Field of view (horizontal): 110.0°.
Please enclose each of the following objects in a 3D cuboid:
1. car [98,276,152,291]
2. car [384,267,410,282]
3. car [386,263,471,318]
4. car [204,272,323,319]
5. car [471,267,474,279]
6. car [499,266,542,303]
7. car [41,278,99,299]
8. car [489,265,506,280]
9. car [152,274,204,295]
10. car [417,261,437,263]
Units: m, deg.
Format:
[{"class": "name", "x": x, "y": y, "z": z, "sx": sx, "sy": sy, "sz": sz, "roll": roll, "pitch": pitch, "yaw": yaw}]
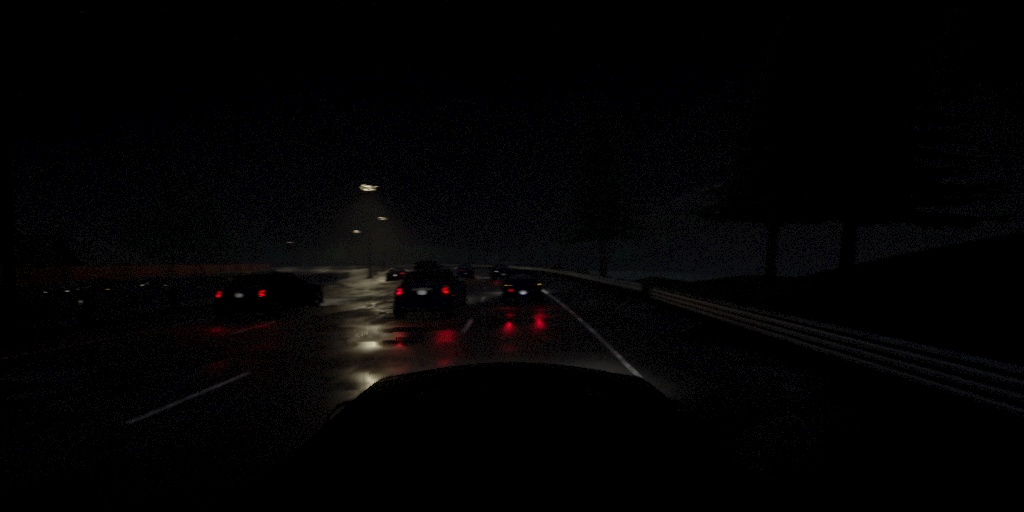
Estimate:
[{"class": "car", "x": -28.701, "y": 2.334, "z": 28.434, "sx": 2.033, "sy": 1.411, "sz": 5.357, "roll": -2, "pitch": 0, "yaw": -6}, {"class": "car", "x": -12.271, "y": 1.962, "z": 38.501, "sx": 1.994, "sy": 1.385, "sz": 4.181, "roll": -1, "pitch": 0, "yaw": -10}, {"class": "car", "x": -3.069, "y": 1.290, "z": 14.301, "sx": 2.097, "sy": 1.767, "sz": 4.553, "roll": -2, "pitch": -1, "yaw": 0}, {"class": "car", "x": -10.107, "y": 1.500, "z": 15.338, "sx": 2.097, "sy": 1.767, "sz": 4.553, "roll": -2, "pitch": -1, "yaw": -1}, {"class": "car", "x": -5.217, "y": 1.679, "z": 39.293, "sx": 1.882, "sy": 1.535, "sz": 5.008, "roll": -1, "pitch": 0, "yaw": -10}, {"class": "car", "x": 0.406, "y": 1.392, "z": 17.678, "sx": 1.812, "sy": 1.442, "sz": 4.674, "roll": -1, "pitch": 0, "yaw": -2}, {"class": "car", "x": -32.121, "y": 2.425, "z": 27.579, "sx": 2.033, "sy": 1.411, "sz": 5.357, "roll": -2, "pitch": 0, "yaw": -6}, {"class": "car", "x": -1.234, "y": 1.590, "z": 36.439, "sx": 1.812, "sy": 1.442, "sz": 4.674, "roll": -1, "pitch": 0, "yaw": -9}, {"class": "car", "x": -25.247, "y": 2.183, "z": 28.671, "sx": 2.128, "sy": 1.511, "sz": 4.902, "roll": -2, "pitch": -1, "yaw": -7}, {"class": "car", "x": -7.778, "y": 1.448, "z": 33.161, "sx": 2.150, "sy": 2.045, "sz": 5.566, "roll": -1, "pitch": 0, "yaw": -8}]
